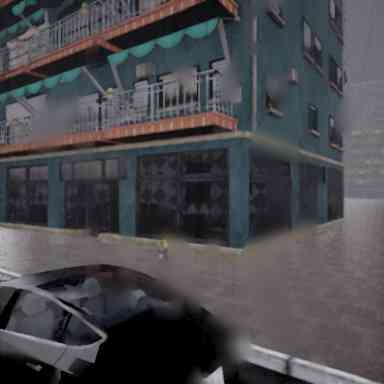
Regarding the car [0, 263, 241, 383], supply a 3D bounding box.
[{"bbox_3d":[-1.538,1.524,3.818,4.313,1.339,1.947,1,0,35],"label":"car"}]
